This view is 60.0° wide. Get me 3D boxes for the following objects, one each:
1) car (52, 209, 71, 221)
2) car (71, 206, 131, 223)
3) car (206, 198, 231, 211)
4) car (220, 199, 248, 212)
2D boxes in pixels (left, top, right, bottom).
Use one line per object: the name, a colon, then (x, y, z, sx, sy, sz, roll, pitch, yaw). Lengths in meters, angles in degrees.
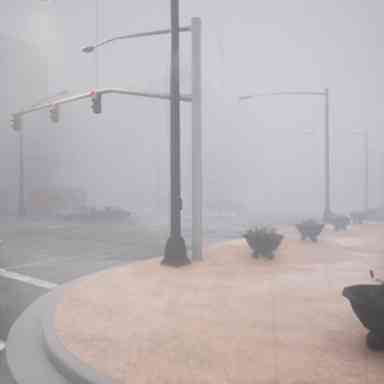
car: (-10.395, 1.932, 30.850, 1.895, 1.301, 4.718, 0, -1, 35)
car: (-7.587, 1.911, 28.760, 1.895, 1.301, 4.718, 0, -1, 35)
car: (4.418, 1.927, 51.762, 2.150, 2.045, 5.566, 0, -2, 36)
car: (6.577, 2.170, 48.767, 1.837, 1.490, 4.892, 0, -2, 36)
